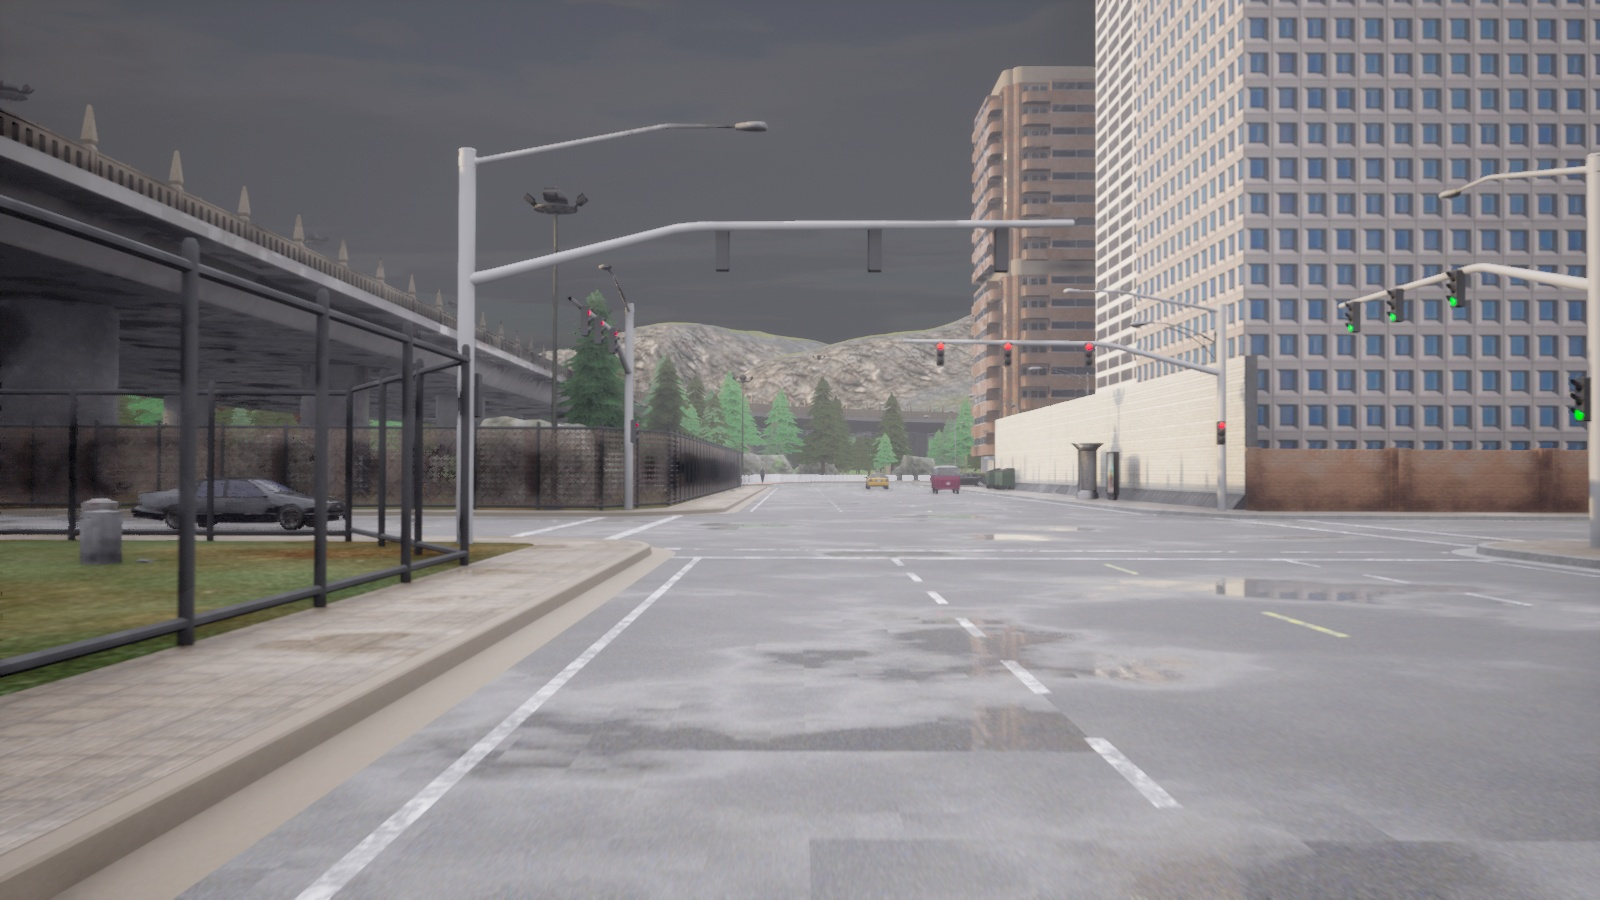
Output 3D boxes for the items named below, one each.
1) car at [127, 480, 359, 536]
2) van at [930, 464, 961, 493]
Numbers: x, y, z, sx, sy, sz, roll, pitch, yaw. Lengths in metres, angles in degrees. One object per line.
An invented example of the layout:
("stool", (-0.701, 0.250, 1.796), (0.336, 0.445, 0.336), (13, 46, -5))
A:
("car", (-14.978, 1.547, 33.983), (5.357, 1.411, 2.033), (0, -1, 0))
("van", (10.261, 2.014, 88.859), (1.775, 1.987, 4.442), (0, -1, 1))
